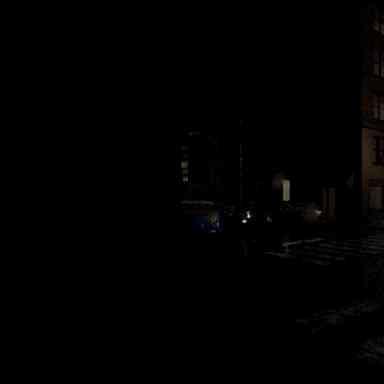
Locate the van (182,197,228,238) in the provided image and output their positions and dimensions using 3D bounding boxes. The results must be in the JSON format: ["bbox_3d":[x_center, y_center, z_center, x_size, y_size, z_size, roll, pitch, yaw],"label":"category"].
[{"bbox_3d":[-0.199,1.340,17.478,1.690,1.788,3.998,0,0,-35],"label":"van"}]

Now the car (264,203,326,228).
[{"bbox_3d":[6.771,1.423,22.388,1.967,1.590,4.097,0,0,-35],"label":"car"}]

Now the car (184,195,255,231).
[{"bbox_3d":[1.310,1.214,20.167,2.150,2.045,5.566,0,0,-33],"label":"car"}]

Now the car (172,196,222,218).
[{"bbox_3d":[0.357,1.291,31.533,2.192,1.841,5.009,0,0,-35],"label":"car"}]
